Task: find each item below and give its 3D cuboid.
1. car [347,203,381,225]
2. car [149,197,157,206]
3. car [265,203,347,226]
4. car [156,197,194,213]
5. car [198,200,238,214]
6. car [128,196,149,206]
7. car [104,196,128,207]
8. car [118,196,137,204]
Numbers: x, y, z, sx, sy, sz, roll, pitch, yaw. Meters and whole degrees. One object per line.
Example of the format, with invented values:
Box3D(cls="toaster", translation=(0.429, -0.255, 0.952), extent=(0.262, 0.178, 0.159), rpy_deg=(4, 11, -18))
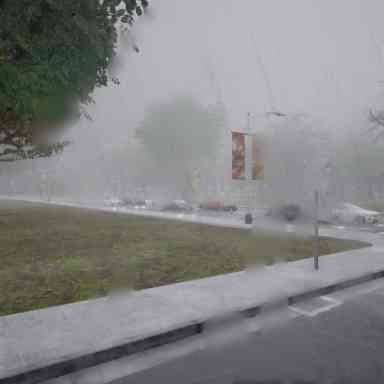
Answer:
Box3D(cls="car", translation=(11.147, 1.514, 24.223), extent=(1.812, 1.442, 4.674), rpy_deg=(0, 0, -36))
Box3D(cls="car", translation=(-6.296, 1.489, 54.628), extent=(1.812, 1.442, 4.674), rpy_deg=(0, 0, -36))
Box3D(cls="car", translation=(7.678, 1.538, 23.481), extent=(2.033, 1.411, 5.357), rpy_deg=(0, 0, -36))
Box3D(cls="car", translation=(-1.702, 1.503, 36.657), extent=(1.812, 1.442, 4.674), rpy_deg=(0, 0, -35))
Box3D(cls="car", translation=(2.789, 1.576, 35.945), extent=(1.895, 1.301, 4.718), rpy_deg=(0, 0, -35))
Box3D(cls="car", translation=(-9.462, 1.514, 53.302), extent=(2.033, 1.411, 5.357), rpy_deg=(0, 0, -35))
Box3D(cls="car", translation=(-12.147, 1.540, 51.471), extent=(1.812, 1.442, 4.674), rpy_deg=(0, 0, -35))
Box3D(cls="car", translation=(-12.288, 1.487, 63.041), extent=(1.812, 1.442, 4.674), rpy_deg=(0, 0, -35))
